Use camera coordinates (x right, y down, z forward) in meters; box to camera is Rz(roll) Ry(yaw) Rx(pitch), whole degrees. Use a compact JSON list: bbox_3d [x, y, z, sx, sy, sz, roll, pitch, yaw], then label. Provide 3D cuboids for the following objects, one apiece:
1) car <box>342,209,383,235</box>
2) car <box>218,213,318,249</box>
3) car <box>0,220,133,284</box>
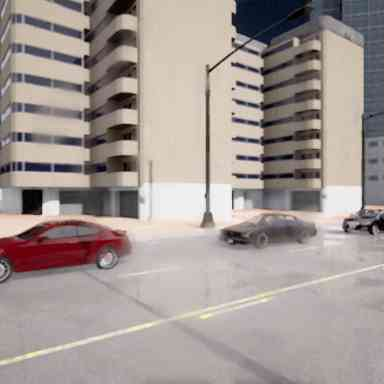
[{"bbox_3d":[11.595,1.871,21.439,4.902,1.511,2.128,2,-1,-37],"label":"car"},{"bbox_3d":[3.734,1.724,15.565,5.357,1.411,2.033,1,-1,-37],"label":"car"},{"bbox_3d":[-4.029,1.561,9.745,4.674,1.442,1.812,1,-1,-37],"label":"car"}]
